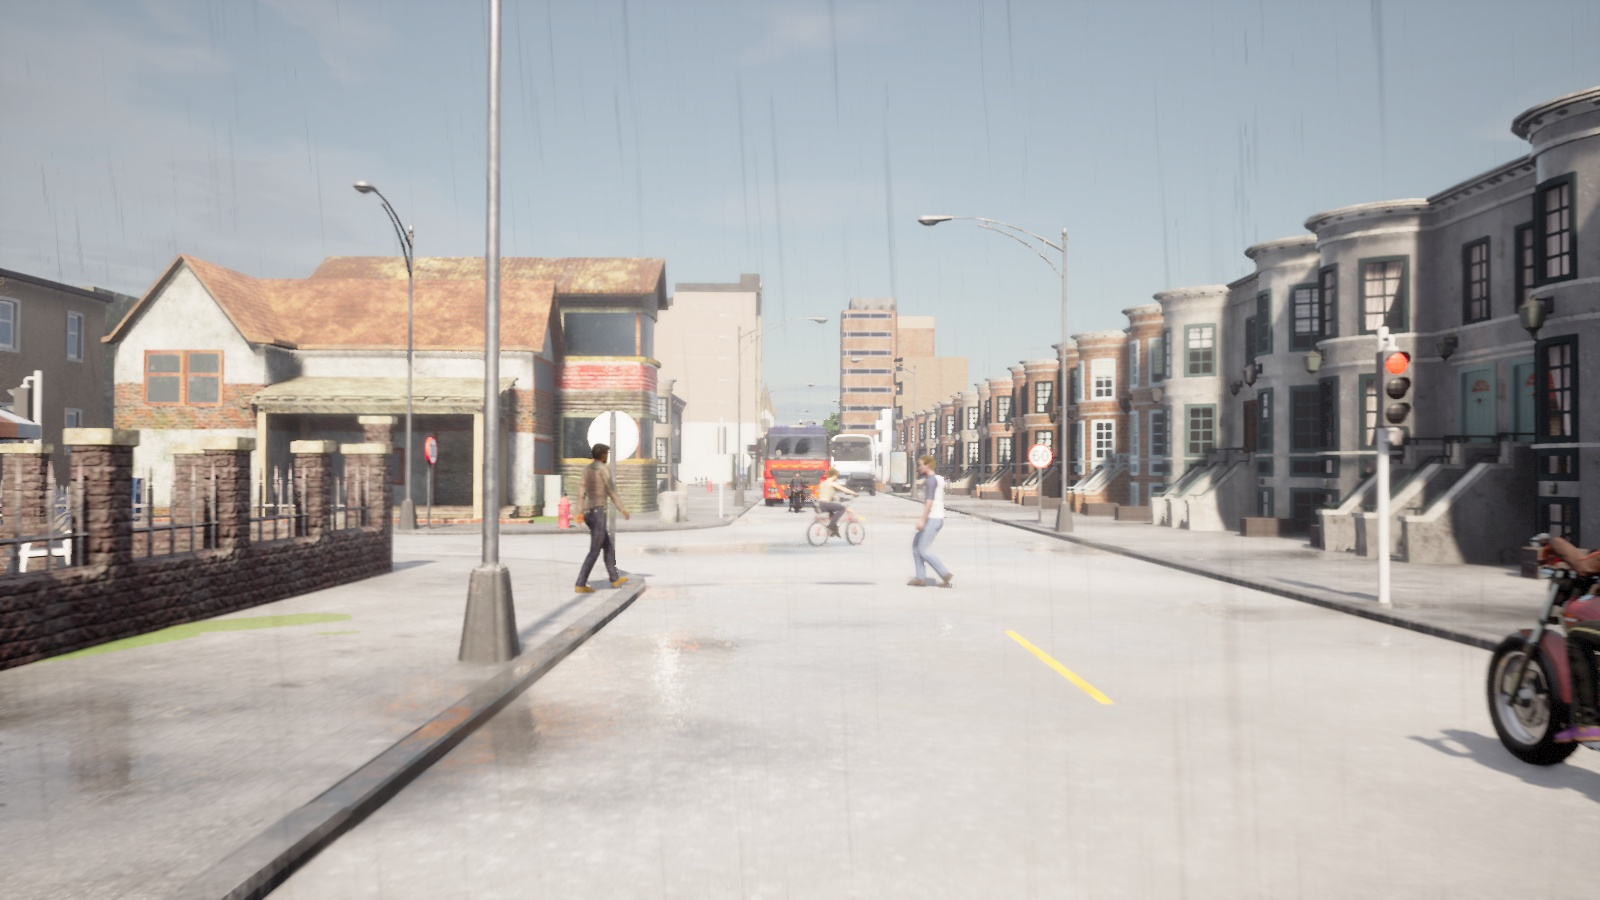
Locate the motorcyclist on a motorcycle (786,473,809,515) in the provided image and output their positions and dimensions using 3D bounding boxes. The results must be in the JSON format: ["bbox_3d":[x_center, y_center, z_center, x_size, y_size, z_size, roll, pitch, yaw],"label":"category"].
[{"bbox_3d":[-0.092,1.644,47.454,0.866,1.530,2.191,0,-1,0],"label":"motorcyclist on a motorcycle"}]

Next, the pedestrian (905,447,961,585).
[{"bbox_3d":[1.795,0.886,16.925,0.706,1.836,0.354,0,-1,11],"label":"pedestrian"}]

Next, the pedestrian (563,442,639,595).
[{"bbox_3d":[-2.406,0.809,15.206,0.869,1.805,0.328,1,-1,-42],"label":"pedestrian"}]

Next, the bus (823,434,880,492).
[{"bbox_3d":[3.833,1.043,96.788,3.944,4.253,10.273,0,-1,0],"label":"bus"}]

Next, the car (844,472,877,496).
[{"bbox_3d":[3.860,2.158,80.860,1.837,1.490,4.892,0,-1,0],"label":"car"}]

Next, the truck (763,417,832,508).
[{"bbox_3d":[-0.113,0.611,57.385,2.891,3.827,8.468,0,-1,0],"label":"truck"}]

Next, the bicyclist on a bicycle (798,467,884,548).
[{"bbox_3d":[0.839,1.181,25.887,1.509,1.612,0.866,0,-4,-36],"label":"bicyclist on a bicycle"}]

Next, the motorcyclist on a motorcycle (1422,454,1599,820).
[{"bbox_3d":[3.984,0.851,6.066,0.766,1.649,2.350,0,-1,0],"label":"motorcyclist on a motorcycle"}]
